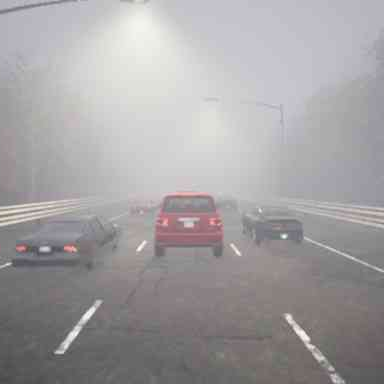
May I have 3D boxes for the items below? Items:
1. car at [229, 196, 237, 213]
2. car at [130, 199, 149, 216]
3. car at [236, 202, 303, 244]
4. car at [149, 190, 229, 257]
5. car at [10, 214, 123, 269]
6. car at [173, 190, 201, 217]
[{"bbox_3d":[3.021,1.065,31.183,1.882,1.535,5.008,0,1,-1],"label":"car"},{"bbox_3d":[-3.921,1.234,27.937,1.895,1.301,4.718,0,1,-1],"label":"car"},{"bbox_3d":[3.353,1.315,14.600,1.837,1.490,4.892,0,1,-1],"label":"car"},{"bbox_3d":[-0.117,1.053,12.277,2.150,2.045,5.566,0,0,-1],"label":"car"},{"bbox_3d":[-3.605,1.410,10.624,2.033,1.411,5.357,0,1,0],"label":"car"},{"bbox_3d":[-0.429,0.850,28.352,2.150,2.045,5.566,0,1,-1],"label":"car"}]
